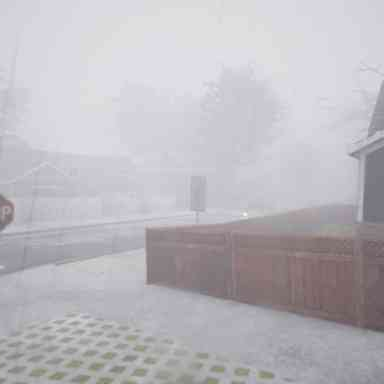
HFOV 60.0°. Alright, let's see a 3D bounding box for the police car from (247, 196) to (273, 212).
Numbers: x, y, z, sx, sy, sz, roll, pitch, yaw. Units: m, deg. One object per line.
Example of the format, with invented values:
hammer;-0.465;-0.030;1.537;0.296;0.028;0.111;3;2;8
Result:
police car;7.835;1.318;38.283;1.930;1.638;5.238;3;1;30
